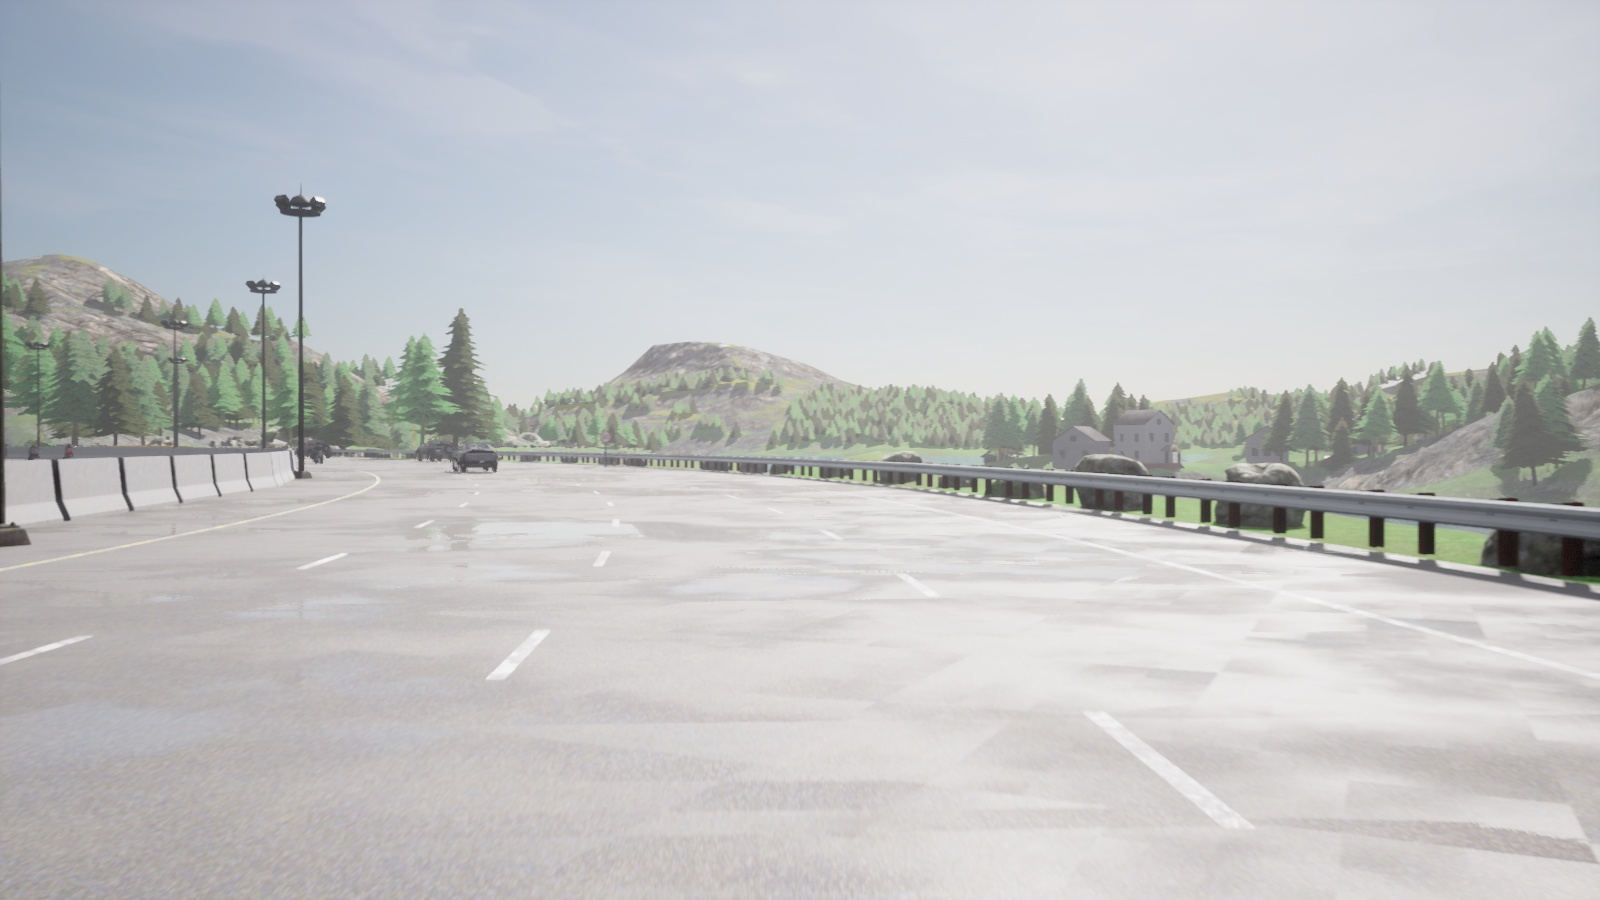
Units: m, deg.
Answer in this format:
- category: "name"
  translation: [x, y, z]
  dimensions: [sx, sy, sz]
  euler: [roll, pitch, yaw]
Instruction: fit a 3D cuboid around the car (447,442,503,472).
- category: "car"
  translation: [-17.009, 0.325, 65.524]
  dimensions: [2.128, 1.511, 4.902]
  euler: [0, 0, -23]
